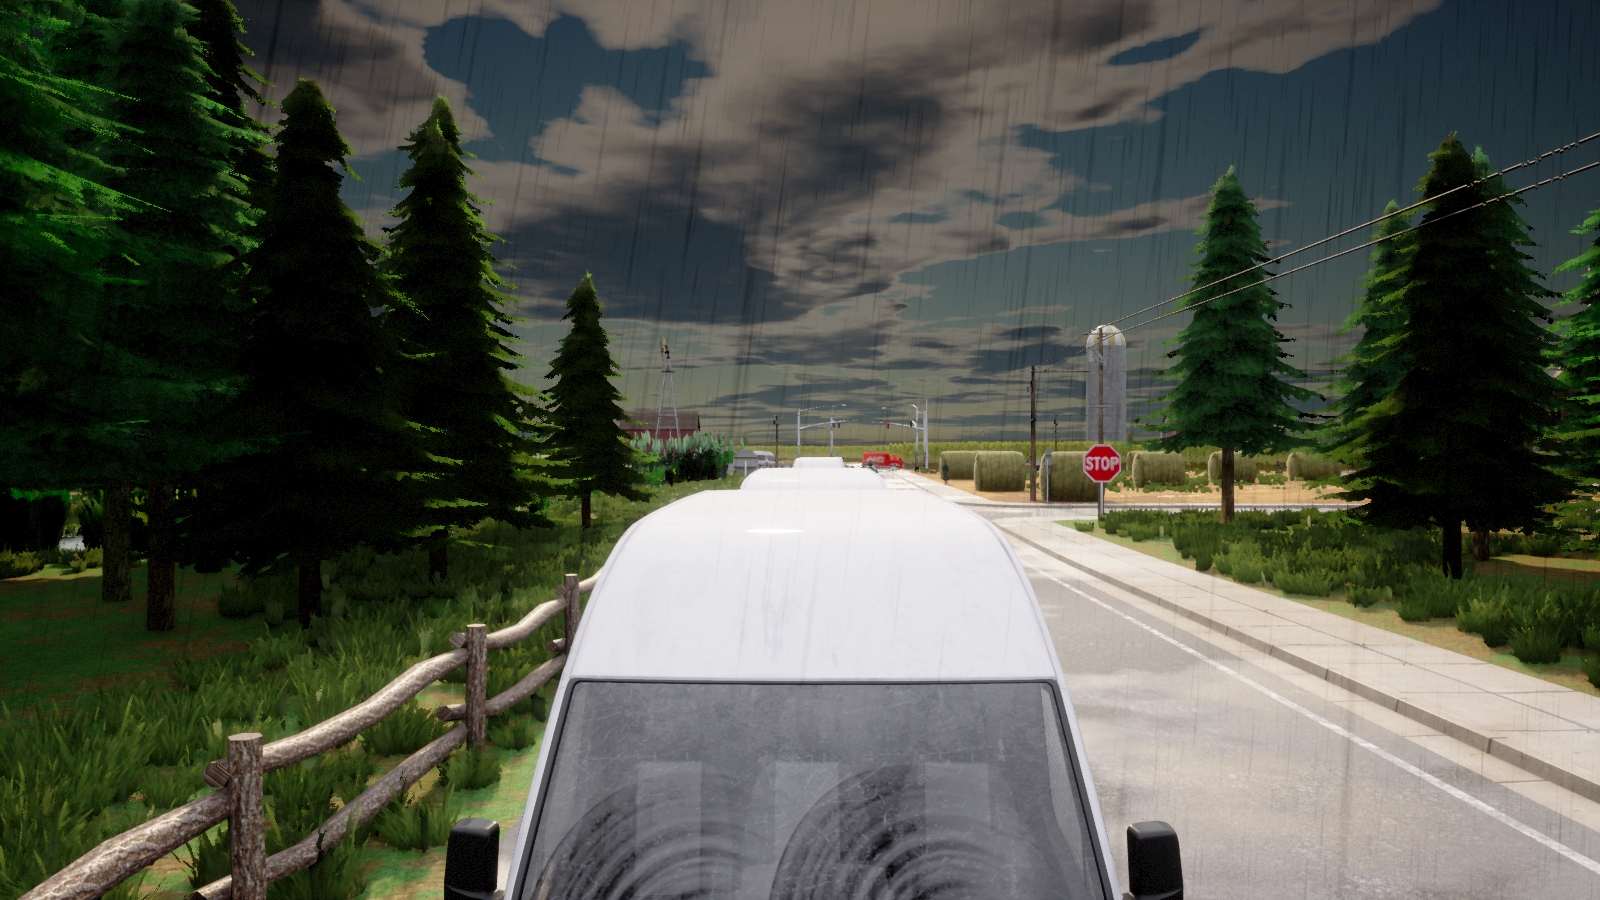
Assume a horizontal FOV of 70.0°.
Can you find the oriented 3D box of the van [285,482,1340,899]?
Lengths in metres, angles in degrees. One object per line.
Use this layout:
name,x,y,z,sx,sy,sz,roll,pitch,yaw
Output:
van,0.056,1.508,5.110,1.988,2.561,5.915,0,0,1
